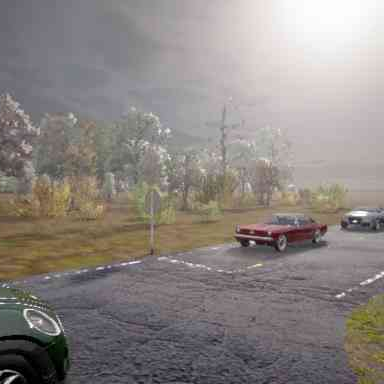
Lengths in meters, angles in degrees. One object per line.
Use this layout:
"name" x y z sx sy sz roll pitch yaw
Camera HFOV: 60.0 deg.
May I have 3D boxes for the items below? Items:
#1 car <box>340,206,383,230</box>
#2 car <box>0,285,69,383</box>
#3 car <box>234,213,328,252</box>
"car" 11.055 1.556 21.030 4.181 1.385 1.994 0 0 -44
"car" -3.455 1.353 2.723 4.553 1.767 2.097 0 0 -44
"car" 3.878 1.598 14.165 4.718 1.301 1.895 0 0 -44
